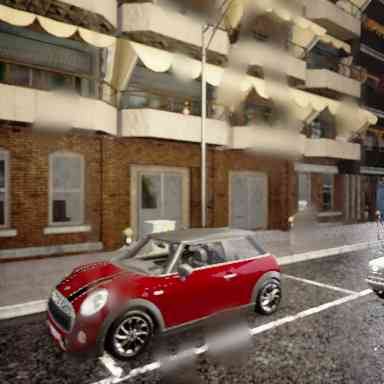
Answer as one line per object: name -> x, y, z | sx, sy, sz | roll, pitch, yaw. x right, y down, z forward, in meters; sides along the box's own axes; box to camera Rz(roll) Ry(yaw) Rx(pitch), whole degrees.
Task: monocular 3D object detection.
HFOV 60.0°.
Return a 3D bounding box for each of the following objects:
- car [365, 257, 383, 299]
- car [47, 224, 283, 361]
car -> 5.752, 1.580, 7.175 | 4.718, 1.301, 1.895 | 0, 0, -35
car -> -0.322, 1.433, 5.862 | 4.097, 1.590, 1.967 | 0, 0, -36
